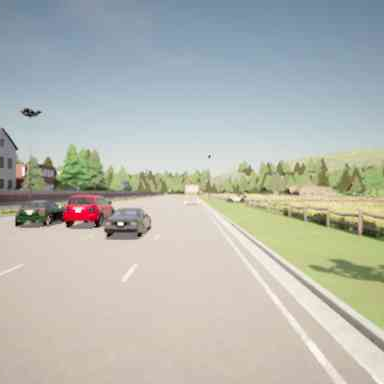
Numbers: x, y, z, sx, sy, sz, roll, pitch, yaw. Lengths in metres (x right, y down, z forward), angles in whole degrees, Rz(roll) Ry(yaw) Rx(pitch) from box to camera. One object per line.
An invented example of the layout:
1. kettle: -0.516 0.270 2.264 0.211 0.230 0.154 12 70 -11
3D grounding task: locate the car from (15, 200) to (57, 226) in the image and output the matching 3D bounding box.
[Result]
1. car: -10.394 1.368 23.392 2.097 1.767 4.553 0 0 0

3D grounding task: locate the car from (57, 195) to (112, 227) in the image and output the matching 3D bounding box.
1. car: -6.894 1.237 22.830 2.150 2.045 5.566 0 0 0

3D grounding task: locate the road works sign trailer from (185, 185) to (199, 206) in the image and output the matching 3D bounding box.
1. road works sign trailer: 0.011 0.504 57.429 2.380 3.560 2.880 0 0 0

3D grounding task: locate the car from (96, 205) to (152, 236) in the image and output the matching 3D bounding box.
1. car: -3.396 1.560 18.336 2.033 1.411 5.357 0 0 0

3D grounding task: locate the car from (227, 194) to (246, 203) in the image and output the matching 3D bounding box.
1. car: 8.934 1.259 66.431 3.866 1.878 1.905 0 0 0
